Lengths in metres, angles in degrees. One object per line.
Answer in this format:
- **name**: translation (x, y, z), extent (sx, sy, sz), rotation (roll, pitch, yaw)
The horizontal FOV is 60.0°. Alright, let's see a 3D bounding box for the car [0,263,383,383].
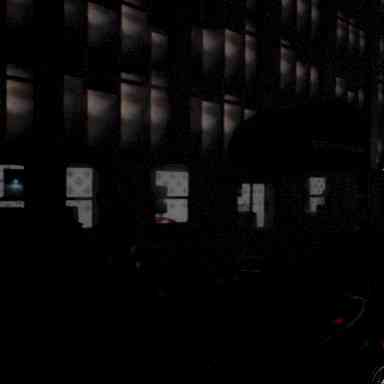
- **car**: translation (0.274, 1.531, 3.122), extent (4.313, 1.339, 1.947), rotation (1, 0, -34)
